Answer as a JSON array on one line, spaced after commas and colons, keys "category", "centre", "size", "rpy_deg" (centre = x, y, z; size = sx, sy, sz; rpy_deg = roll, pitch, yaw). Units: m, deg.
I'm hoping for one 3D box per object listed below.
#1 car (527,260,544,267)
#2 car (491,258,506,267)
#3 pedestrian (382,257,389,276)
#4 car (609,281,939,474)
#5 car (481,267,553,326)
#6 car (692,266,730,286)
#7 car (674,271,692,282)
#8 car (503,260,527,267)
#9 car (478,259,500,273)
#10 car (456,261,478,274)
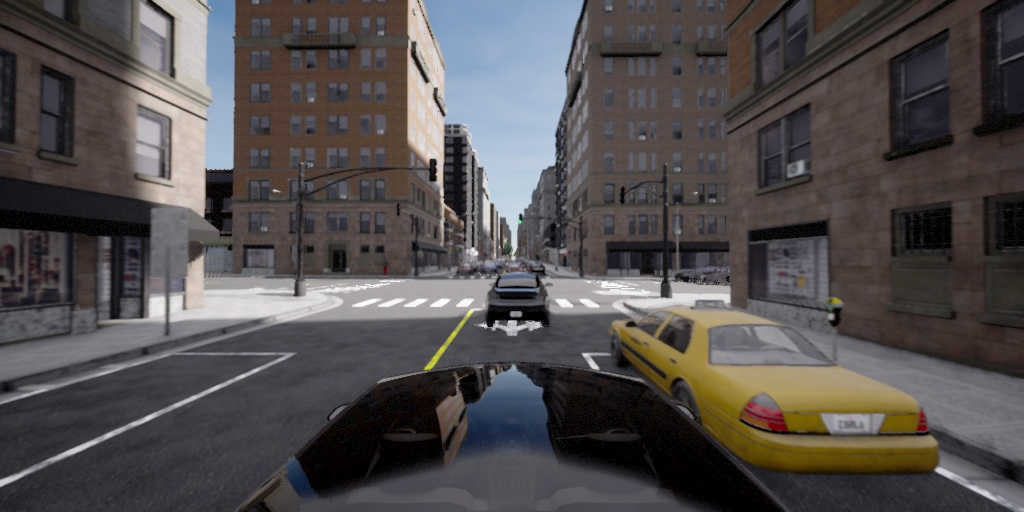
[{"category": "car", "centre": [2.984, 1.451, 42.622], "size": [1.948, 1.339, 4.313], "rpy_deg": [0, 0, 1]}, {"category": "car", "centre": [-2.514, 1.488, 59.809], "size": [2.033, 1.411, 5.357], "rpy_deg": [0, 0, 1]}, {"category": "pedestrian", "centre": [-12.358, 1.011, 34.997], "size": [0.375, 1.860, 0.375], "rpy_deg": [0, -1, 0]}, {"category": "car", "centre": [2.669, 1.286, 5.128], "size": [1.751, 1.417, 4.829], "rpy_deg": [0, 0, 0]}, {"category": "car", "centre": [0.277, 1.289, 11.814], "size": [1.837, 1.490, 4.892], "rpy_deg": [0, 0, 4]}, {"category": "car", "centre": [16.964, 1.467, 27.384], "size": [4.902, 1.511, 2.128], "rpy_deg": [0, -1, 0]}, {"category": "car", "centre": [16.884, 1.565, 30.634], "size": [5.357, 1.411, 2.033], "rpy_deg": [0, -1, 0]}, {"category": "car", "centre": [0.329, 1.390, 35.927], "size": [1.812, 1.442, 4.674], "rpy_deg": [0, 0, 1]}, {"category": "car", "centre": [-2.756, 1.417, 43.971], "size": [1.812, 1.442, 4.674], "rpy_deg": [0, 0, 1]}, {"category": "car", "centre": [-5.541, 1.469, 42.727], "size": [1.802, 1.307, 4.207], "rpy_deg": [0, 0, 1]}]
